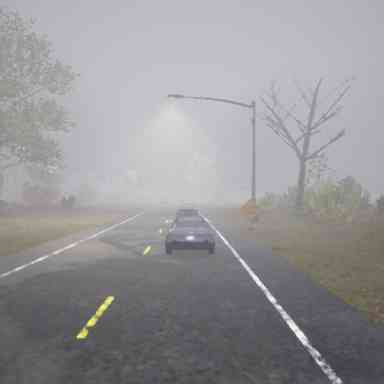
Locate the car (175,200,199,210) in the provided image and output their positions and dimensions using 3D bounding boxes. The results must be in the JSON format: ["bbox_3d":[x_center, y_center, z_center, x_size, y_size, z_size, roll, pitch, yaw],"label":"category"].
[{"bbox_3d":[-0.414,1.767,29.383,1.837,1.490,4.892,0,0,-1],"label":"car"}]

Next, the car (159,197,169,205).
[{"bbox_3d":[-5.996,1.926,70.830,2.097,1.767,4.553,0,0,-4],"label":"car"}]

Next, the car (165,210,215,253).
[{"bbox_3d":[-0.090,1.696,14.355,1.994,1.385,4.181,0,0,-1],"label":"car"}]

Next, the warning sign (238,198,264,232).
[{"bbox_3d":[3.389,1.288,19.149,1.300,1.860,1.060,1,0,-1],"label":"warning sign"}]

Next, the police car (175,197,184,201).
[{"bbox_3d":[-3.303,2.148,94.266,1.930,1.638,5.238,0,0,-5],"label":"police car"}]
